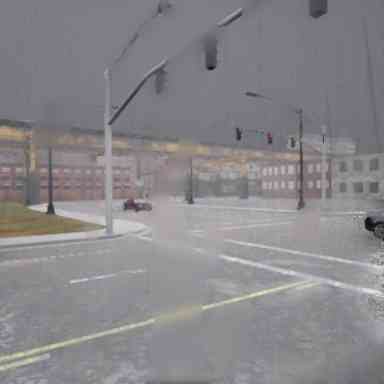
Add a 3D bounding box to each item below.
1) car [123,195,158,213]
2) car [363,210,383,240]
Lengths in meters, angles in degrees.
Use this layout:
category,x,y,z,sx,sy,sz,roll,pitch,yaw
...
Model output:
category,x,y,z,sx,sy,sz,roll,pitch,yaw
car,-5.814,1.382,35.372,1.812,1.442,4.674,-1,0,-36
car,9.704,1.319,13.692,2.128,1.511,4.902,-1,0,-35
